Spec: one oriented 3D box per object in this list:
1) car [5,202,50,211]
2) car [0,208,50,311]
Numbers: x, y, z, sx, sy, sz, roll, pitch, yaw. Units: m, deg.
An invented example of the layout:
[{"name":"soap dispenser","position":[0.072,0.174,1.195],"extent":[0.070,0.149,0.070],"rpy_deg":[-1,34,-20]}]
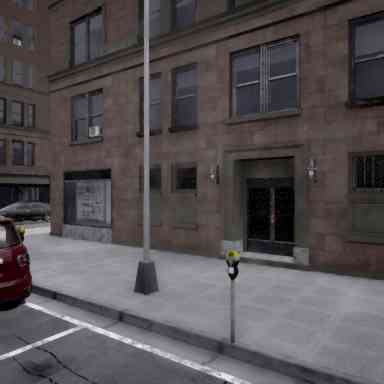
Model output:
[{"name":"car","position":[-11.788,1.467,23.095],"extent":[1.837,1.490,4.892],"rpy_deg":[0,0,35]},{"name":"car","position":[-5.112,1.315,6.444],"extent":[5.009,1.841,2.192],"rpy_deg":[0,0,35]}]
